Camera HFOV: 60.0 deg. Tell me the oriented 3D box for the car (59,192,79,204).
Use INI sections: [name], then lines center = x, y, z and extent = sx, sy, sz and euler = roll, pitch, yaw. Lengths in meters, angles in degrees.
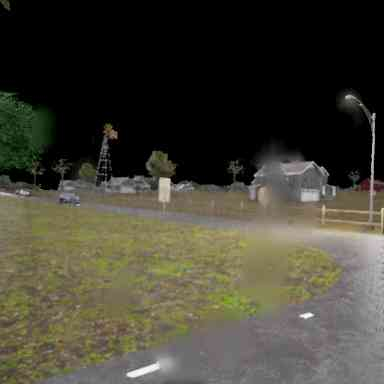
[car]
center = -18.864, 0.875, 51.026
extent = 2.097, 1.767, 4.553
euler = 3, -1, -35
